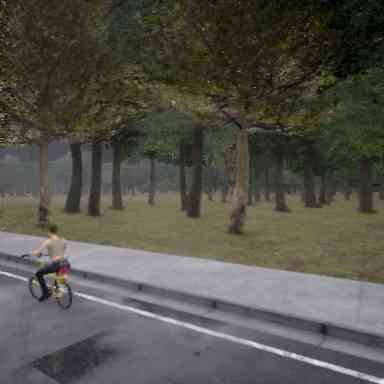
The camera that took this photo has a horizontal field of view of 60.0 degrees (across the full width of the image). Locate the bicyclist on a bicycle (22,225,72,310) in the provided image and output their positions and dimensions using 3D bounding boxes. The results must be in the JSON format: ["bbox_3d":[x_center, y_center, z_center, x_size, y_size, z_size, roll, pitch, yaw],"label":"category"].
[{"bbox_3d":[-2.846,1.450,6.648,1.509,1.612,0.866,0,0,36],"label":"bicyclist on a bicycle"}]
